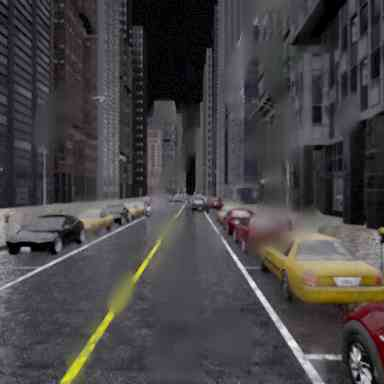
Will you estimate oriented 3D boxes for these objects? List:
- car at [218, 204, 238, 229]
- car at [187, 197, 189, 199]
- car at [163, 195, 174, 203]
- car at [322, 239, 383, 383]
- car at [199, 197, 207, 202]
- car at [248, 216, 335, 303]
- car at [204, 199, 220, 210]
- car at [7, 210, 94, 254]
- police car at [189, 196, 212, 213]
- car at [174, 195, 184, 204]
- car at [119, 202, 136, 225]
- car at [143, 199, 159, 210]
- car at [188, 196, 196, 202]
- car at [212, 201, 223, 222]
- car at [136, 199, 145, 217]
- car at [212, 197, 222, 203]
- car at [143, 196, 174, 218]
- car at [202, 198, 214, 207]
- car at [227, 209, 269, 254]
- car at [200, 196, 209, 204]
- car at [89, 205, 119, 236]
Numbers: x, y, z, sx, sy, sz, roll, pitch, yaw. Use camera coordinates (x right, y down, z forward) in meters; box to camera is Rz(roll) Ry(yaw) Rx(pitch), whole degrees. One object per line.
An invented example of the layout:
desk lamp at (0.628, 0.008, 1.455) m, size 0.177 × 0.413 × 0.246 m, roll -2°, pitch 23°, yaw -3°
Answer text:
car at (2.767, 1.626, 19.339) m, size 1.887 × 1.381 × 4.507 m, roll 0°, pitch 0°, yaw 0°
car at (0.031, 1.739, 73.377) m, size 2.128 × 1.511 × 4.902 m, roll 0°, pitch 0°, yaw 0°
car at (-5.733, 1.697, 81.383) m, size 2.192 × 1.841 × 5.009 m, roll 0°, pitch 0°, yaw 0°
car at (2.760, 1.450, 2.418) m, size 1.967 × 1.590 × 4.097 m, roll 0°, pitch 0°, yaw 0°
car at (2.796, 1.978, 87.023) m, size 1.947 × 1.339 × 4.313 m, roll 0°, pitch 0°, yaw 0°
car at (2.763, 1.559, 8.228) m, size 1.752 × 1.417 × 4.829 m, roll 0°, pitch 0°, yaw 0°
car at (2.779, 1.759, 47.541) m, size 2.008 × 1.369 × 4.403 m, roll 0°, pitch 0°, yaw 0°
car at (-5.760, 1.623, 13.694) m, size 1.947 × 1.339 × 4.313 m, roll 0°, pitch 0°, yaw 0°
police car at (0.902, 1.594, 38.921) m, size 1.930 × 1.638 × 5.238 m, roll 0°, pitch 0°, yaw 0°
car at (-2.970, 1.923, 72.561) m, size 1.895 × 1.301 × 4.718 m, roll 0°, pitch 0°, yaw 0°
car at (-5.756, 1.672, 24.975) m, size 1.947 × 1.339 × 4.313 m, roll 0°, pitch 0°, yaw 0°
car at (-5.746, 1.733, 47.368) m, size 1.752 × 1.417 × 4.829 m, roll 0°, pitch 0°, yaw 0°
car at (0.038, 1.802, 89.074) m, size 2.128 × 1.511 × 4.902 m, roll 0°, pitch 0°, yaw 0°
car at (2.770, 1.632, 25.150) m, size 1.752 × 1.417 × 4.829 m, roll 0°, pitch 0°, yaw 0°
car at (-5.753, 1.655, 30.446) m, size 1.752 × 1.417 × 4.829 m, roll 0°, pitch 0°, yaw 0°
car at (2.776, 1.497, 41.902) m, size 2.192 × 1.841 × 5.009 m, roll 0°, pitch 0°, yaw 0°
car at (-3.085, 1.486, 31.388) m, size 2.097 × 1.767 × 4.553 m, roll 0°, pitch 0°, yaw 0°
car at (2.784, 1.815, 58.822) m, size 2.008 × 1.369 × 4.403 m, roll 0°, pitch 0°, yaw 0°
car at (2.765, 1.601, 13.698) m, size 1.887 × 1.381 × 4.507 m, roll 0°, pitch 0°, yaw 0°
car at (2.791, 1.792, 75.743) m, size 1.967 × 1.590 × 4.097 m, roll 0°, pitch 0°, yaw 0°
car at (-5.758, 1.606, 19.164) m, size 1.752 × 1.417 × 4.829 m, roll 0°, pitch 0°, yaw 0°
